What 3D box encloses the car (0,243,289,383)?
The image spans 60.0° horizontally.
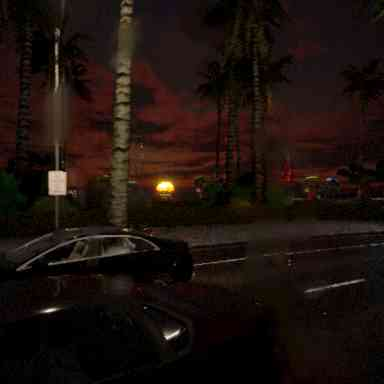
[{"bbox_3d":[-1.533,1.532,2.756,5.357,1.411,2.033,0,0,-35],"label":"car"}]

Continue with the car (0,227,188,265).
[{"bbox_3d":[-2.256,1.460,6.330,4.902,1.511,2.128,0,0,-33],"label":"car"}]
